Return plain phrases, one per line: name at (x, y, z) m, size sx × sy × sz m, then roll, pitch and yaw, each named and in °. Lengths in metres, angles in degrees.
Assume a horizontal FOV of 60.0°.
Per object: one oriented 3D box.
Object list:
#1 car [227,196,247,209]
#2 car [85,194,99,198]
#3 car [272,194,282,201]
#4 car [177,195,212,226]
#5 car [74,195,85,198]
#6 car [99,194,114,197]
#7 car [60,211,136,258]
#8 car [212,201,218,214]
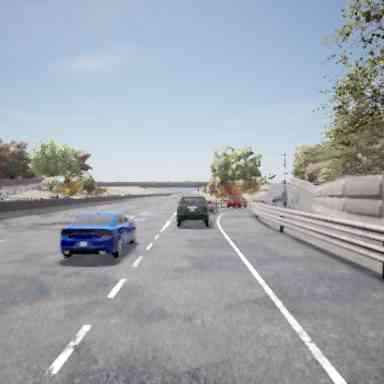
car at (7.448, 1.695, 54.624) m, size 2.150 × 2.045 × 5.566 m, roll 0°, pitch -1°, yaw 24°
car at (-24.540, 1.590, 83.260) m, size 1.994 × 1.385 × 4.181 m, roll 0°, pitch 0°, yaw 0°
car at (22.758, 1.701, 88.905) m, size 2.097 × 1.767 × 4.553 m, roll 0°, pitch 3°, yaw 20°
car at (0.172, 1.229, 23.782) m, size 2.150 × 2.045 × 5.566 m, roll 0°, pitch 0°, yaw 3°
car at (-28.040, 1.515, 83.258) m, size 1.882 × 1.535 × 5.008 m, roll 0°, pitch 0°, yaw 0°
car at (-21.040, 1.515, 83.262) m, size 1.882 × 1.535 × 5.008 m, roll 0°, pitch 0°, yaw 0°
car at (-3.402, 1.481, 12.894) m, size 1.882 × 1.535 × 5.008 m, roll 0°, pitch 0°, yaw 0°
car at (1.775, 1.659, 36.651) m, size 1.895 × 1.301 × 4.718 m, roll 0°, pitch 0°, yaw 12°
